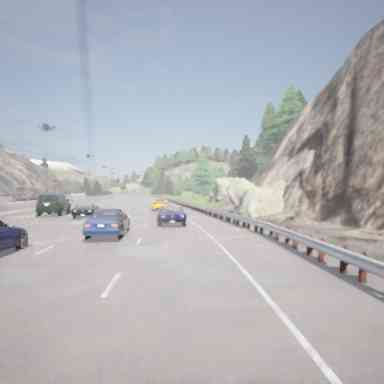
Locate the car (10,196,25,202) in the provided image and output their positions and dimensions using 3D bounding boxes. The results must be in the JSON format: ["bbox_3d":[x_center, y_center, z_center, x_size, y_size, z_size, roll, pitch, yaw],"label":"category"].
[{"bbox_3d":[-41.491,1.622,79.266,1.812,1.442,4.674,0,0,-8],"label":"car"}]

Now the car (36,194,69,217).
[{"bbox_3d":[-13.289,1.255,32.163,2.150,2.045,5.566,0,0,-8],"label":"car"}]

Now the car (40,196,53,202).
[{"bbox_3d":[-34.308,1.607,78.523,1.812,1.442,4.674,0,0,-8],"label":"car"}]

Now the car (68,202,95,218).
[{"bbox_3d":[-9.443,1.625,29.963,1.895,1.301,4.718,0,0,-8],"label":"car"}]

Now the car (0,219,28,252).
[{"bbox_3d":[-7.399,1.543,11.432,1.812,1.442,4.674,0,0,-4],"label":"car"}]

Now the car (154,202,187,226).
[{"bbox_3d":[-1.517,1.607,23.483,1.895,1.301,4.718,0,0,-7],"label":"car"}]

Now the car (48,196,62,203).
[{"bbox_3d":[-29.917,1.626,72.688,1.994,1.385,4.181,0,0,-8],"label":"car"}]

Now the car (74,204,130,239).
[{"bbox_3d":[-4.346,1.559,17.439,2.033,1.411,5.357,0,0,-6],"label":"car"}]

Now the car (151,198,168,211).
[{"bbox_3d":[-4.034,1.491,41.490,1.882,1.535,5.008,0,0,-8],"label":"car"}]
